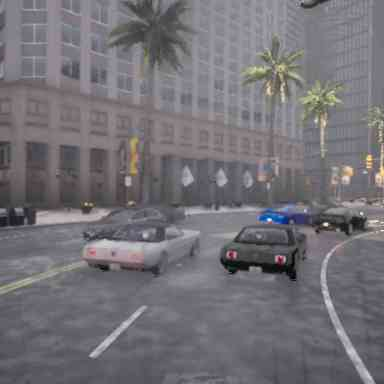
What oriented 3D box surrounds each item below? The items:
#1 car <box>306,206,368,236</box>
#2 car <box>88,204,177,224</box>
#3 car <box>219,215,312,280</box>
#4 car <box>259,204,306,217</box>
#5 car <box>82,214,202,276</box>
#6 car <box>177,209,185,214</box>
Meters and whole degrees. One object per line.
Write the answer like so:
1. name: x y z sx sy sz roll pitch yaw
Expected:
1. car: 8.701 1.560 19.407 1.882 1.535 5.008 1 0 41
2. car: -2.890 1.481 15.502 1.837 1.490 4.892 0 0 28
3. car: 2.434 1.625 10.175 1.895 1.301 4.718 0 0 23
4. car: 6.294 1.539 21.891 1.882 1.535 5.008 1 0 41
5. car: -1.195 1.592 10.419 1.895 1.301 4.718 1 0 19
6. car: -2.579 1.528 22.626 2.033 1.411 5.357 0 0 37
